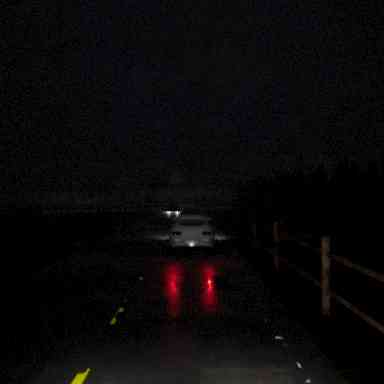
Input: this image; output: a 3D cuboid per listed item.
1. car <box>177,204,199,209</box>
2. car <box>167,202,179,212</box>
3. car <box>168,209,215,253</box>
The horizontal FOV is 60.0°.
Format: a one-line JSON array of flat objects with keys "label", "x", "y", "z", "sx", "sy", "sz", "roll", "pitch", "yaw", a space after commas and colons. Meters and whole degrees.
[{"label": "car", "x": -0.012, "y": 1.928, "z": 29.305, "sx": 1.994, "sy": 1.385, "sz": 4.181, "roll": 0, "pitch": -1, "yaw": 0}, {"label": "car", "x": -2.785, "y": 2.278, "z": 51.753, "sx": 2.033, "sy": 1.411, "sz": 5.357, "roll": 0, "pitch": -1, "yaw": 0}, {"label": "car", "x": -0.003, "y": 1.682, "z": 14.378, "sx": 1.812, "sy": 1.442, "sz": 4.674, "roll": 0, "pitch": -1, "yaw": 0}]
